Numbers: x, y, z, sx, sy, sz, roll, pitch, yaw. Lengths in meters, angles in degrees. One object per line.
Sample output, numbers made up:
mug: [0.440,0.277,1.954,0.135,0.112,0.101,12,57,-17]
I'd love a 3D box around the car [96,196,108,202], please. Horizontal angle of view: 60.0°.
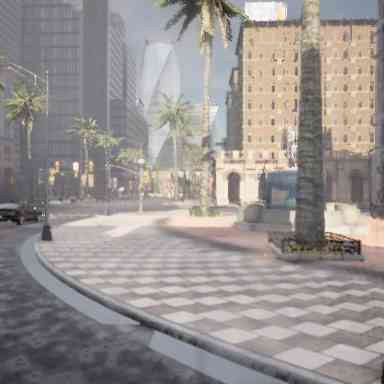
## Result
car: [-23.080,1.736,85.847,2.161,1.482,4.786,0,0,3]

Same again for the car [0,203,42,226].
car: [-12.530,1.510,23.910,1.882,1.535,5.008,0,-1,-3]
